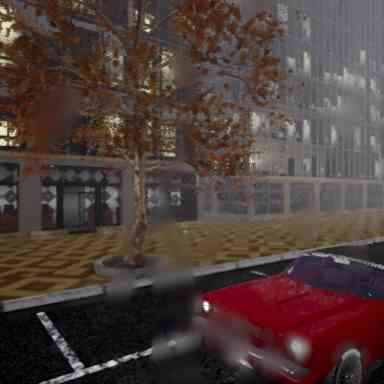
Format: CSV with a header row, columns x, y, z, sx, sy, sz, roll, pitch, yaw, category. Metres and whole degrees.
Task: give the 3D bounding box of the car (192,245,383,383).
x,y,z,sx,sy,sz,roll,pitch,yaw,category
2.349,1.587,5.056,4.718,1.301,1.895,0,0,-36,car
